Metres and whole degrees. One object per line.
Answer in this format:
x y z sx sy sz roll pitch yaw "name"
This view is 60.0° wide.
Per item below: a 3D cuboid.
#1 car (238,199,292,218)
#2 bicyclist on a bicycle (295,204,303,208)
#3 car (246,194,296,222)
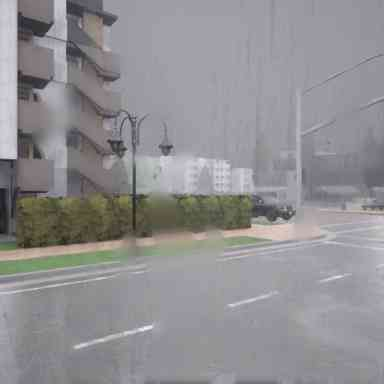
6.838 1.489 31.614 1.882 1.535 5.008 0 0 -37 "car"
13.378 1.317 41.648 1.656 1.620 0.582 0 0 -39 "bicyclist on a bicycle"
5.732 1.231 27.297 2.150 2.045 5.566 0 0 -38 "car"
